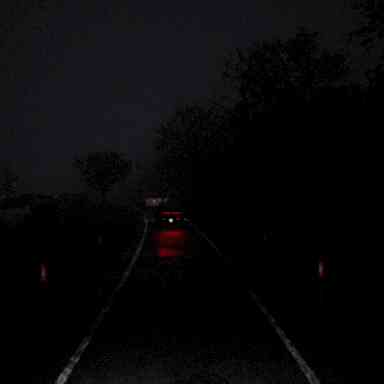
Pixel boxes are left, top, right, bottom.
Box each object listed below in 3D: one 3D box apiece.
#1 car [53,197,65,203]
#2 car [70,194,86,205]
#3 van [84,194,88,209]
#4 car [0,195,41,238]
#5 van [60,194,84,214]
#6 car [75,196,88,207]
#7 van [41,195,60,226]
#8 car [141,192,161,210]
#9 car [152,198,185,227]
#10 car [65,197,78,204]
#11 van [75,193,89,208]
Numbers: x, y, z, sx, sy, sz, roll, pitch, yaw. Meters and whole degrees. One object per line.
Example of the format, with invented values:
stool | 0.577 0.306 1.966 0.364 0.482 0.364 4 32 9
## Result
car | -35.553 2.136 88.823 2.097 1.535 5.008 -1 -1 -34
car | -22.322 1.430 65.034 2.435 2.045 5.566 2 -2 -24
van | -13.407 1.198 38.484 1.878 1.987 4.442 1 -1 -14
car | -9.866 1.165 16.517 2.435 2.045 5.566 1 -1 -7
van | -12.200 1.181 33.036 1.878 1.987 4.442 1 -1 -13
car | -18.136 1.536 54.494 1.946 1.575 5.366 1 -2 -18
van | -10.437 1.181 21.990 1.878 1.987 4.442 1 -1 -9
car | -4.963 1.078 40.480 2.150 2.045 5.566 -1 0 -14
car | -1.590 1.440 22.568 1.837 1.490 4.892 0 1 -7
car | -27.233 1.858 75.112 2.231 1.521 4.892 2 -2 -27
van | -16.369 1.264 49.269 1.878 1.987 4.442 2 -2 -20
